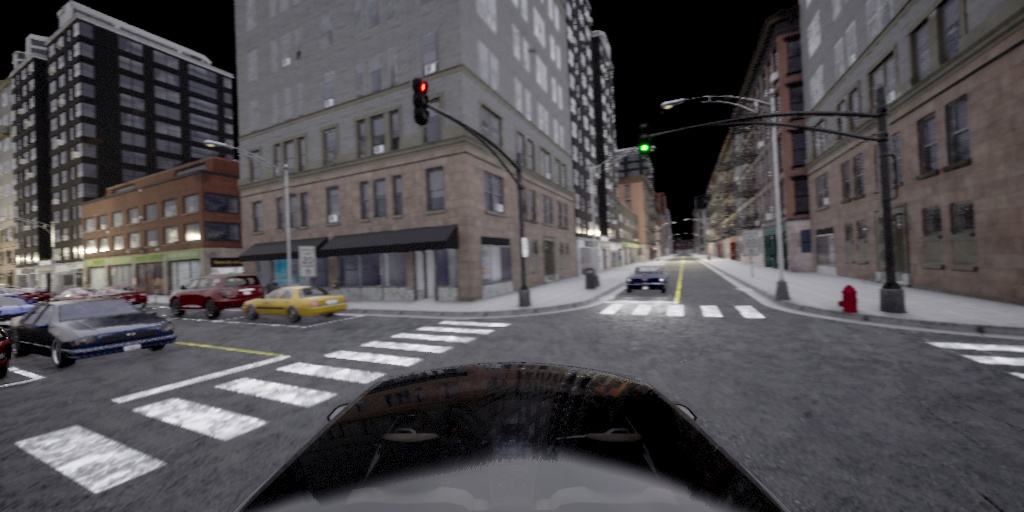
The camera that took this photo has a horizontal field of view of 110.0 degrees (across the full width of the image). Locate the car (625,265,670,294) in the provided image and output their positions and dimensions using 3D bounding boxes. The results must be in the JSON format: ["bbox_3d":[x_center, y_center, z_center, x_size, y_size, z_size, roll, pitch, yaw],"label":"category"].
[{"bbox_3d":[7.189,1.178,18.848,1.895,1.301,4.718,-3,0,26],"label":"car"}]

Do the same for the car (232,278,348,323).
[{"bbox_3d":[-8.770,1.773,14.377,4.829,1.417,1.751,0,0,26],"label":"car"}]

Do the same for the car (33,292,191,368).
[{"bbox_3d":[-11.203,1.844,9.452,5.357,1.411,2.033,-3,-1,25],"label":"car"}]

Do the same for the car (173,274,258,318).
[{"bbox_3d":[-13.729,1.805,16.765,5.009,1.841,2.192,0,0,26],"label":"car"}]

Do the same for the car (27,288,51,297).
[{"bbox_3d":[-20.109,2.196,13.740,5.008,1.535,1.882,-3,-1,26],"label":"car"}]

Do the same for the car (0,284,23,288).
[{"bbox_3d":[-39.290,3.243,29.071,4.507,1.381,1.888,0,0,26],"label":"car"}]

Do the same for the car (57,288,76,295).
[{"bbox_3d":[-29.065,2.797,24.148,4.207,1.307,1.802,0,0,26],"label":"car"}]

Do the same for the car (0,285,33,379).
[{"bbox_3d":[-12.103,1.621,7.075,5.009,1.841,2.192,0,0,26],"label":"car"}]

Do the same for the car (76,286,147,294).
[{"bbox_3d":[-23.953,2.519,21.687,4.507,1.381,1.888,0,0,26],"label":"car"}]
